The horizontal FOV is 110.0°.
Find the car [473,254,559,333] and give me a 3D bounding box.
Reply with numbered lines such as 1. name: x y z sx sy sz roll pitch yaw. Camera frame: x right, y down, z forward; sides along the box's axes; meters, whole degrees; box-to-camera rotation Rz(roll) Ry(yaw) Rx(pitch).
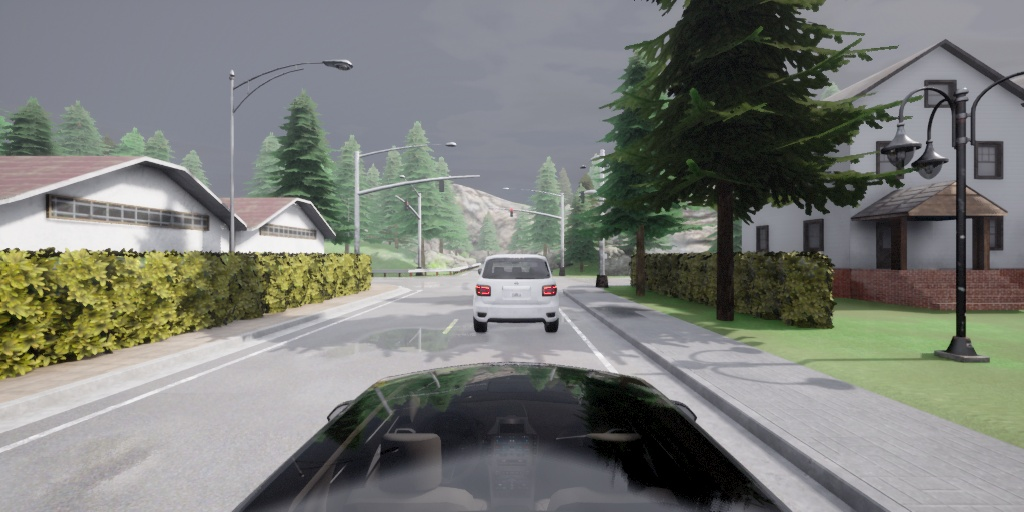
1. car: 0.106 0.971 10.912 2.150 2.045 5.566 0 0 0
